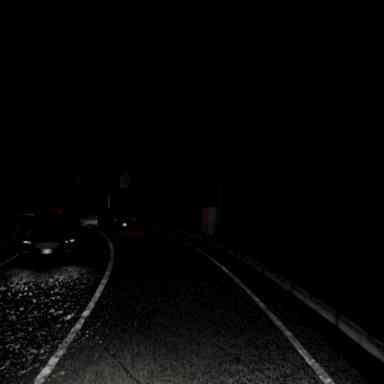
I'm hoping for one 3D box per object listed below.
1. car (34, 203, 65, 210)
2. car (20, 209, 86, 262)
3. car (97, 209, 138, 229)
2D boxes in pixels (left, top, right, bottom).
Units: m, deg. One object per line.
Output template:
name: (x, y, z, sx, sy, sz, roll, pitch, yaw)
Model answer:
car: (-15.615, 1.904, 36.515, 4.674, 1.442, 1.812, 0, -1, 42)
car: (-5.203, 1.635, 12.870, 2.128, 1.511, 4.902, 1, -1, -15)
car: (-5.435, 1.884, 23.827, 1.895, 1.301, 4.718, 1, -1, -27)
